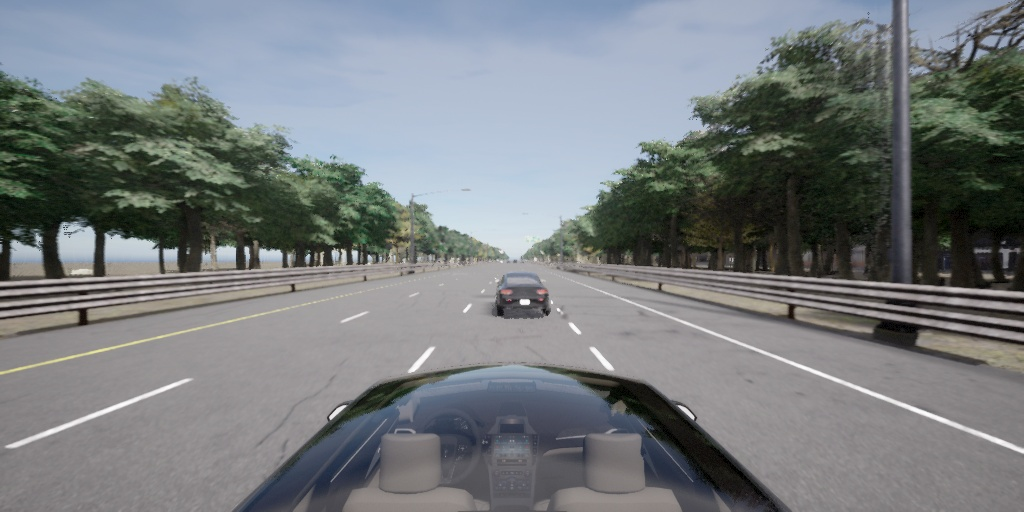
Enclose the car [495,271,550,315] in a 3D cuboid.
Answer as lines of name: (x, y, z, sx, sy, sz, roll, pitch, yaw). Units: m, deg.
car: (0.334, 1.309, 13.730, 1.812, 1.442, 4.674, 0, 0, -2)
